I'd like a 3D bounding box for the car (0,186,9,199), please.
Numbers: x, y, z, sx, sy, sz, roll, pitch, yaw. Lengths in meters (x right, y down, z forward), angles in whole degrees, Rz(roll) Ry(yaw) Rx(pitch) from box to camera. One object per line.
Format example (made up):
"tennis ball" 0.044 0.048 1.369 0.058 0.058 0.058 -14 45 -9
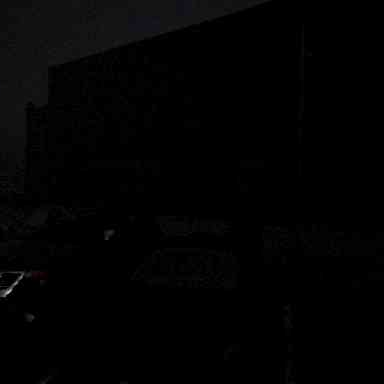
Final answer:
"car" -25.809 0.311 41.056 4.674 1.452 2.002 0 6 7

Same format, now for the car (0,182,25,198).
"car" -24.433 -0.266 43.714 5.566 2.045 2.435 0 6 7

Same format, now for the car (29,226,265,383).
"car" 0.116 1.487 5.327 2.097 1.535 5.008 0 -1 15

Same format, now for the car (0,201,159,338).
"car" -2.370 1.242 7.022 2.435 2.045 5.566 0 -1 14
